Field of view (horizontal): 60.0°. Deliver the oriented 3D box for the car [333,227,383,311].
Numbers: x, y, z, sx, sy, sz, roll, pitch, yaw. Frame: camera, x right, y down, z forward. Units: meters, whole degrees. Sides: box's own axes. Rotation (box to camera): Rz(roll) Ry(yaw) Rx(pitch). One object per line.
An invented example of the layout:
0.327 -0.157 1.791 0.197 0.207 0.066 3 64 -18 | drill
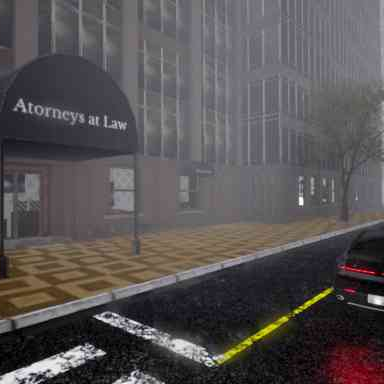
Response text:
4.614 1.509 7.223 1.837 1.490 4.892 -1 0 41 | car
